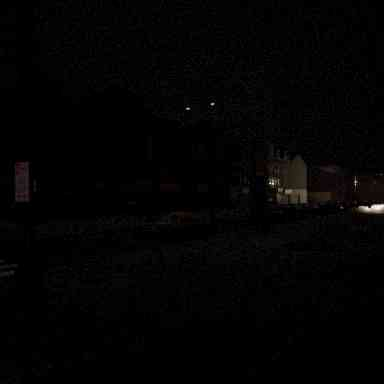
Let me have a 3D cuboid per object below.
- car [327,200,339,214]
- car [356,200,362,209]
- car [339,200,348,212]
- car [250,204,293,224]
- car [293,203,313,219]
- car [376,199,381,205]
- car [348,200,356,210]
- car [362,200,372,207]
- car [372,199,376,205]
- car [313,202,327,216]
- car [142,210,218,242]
[{"bbox_3d":[15.744,1.832,39.710,1.887,1.381,4.507,-1,-1,35],"label":"car"},{"bbox_3d":[25.493,2.011,53.486,2.008,1.369,4.403,-1,-1,35],"label":"car"},{"bbox_3d":[18.992,1.782,44.304,1.967,1.590,4.097,-1,-1,35],"label":"car"},{"bbox_3d":[5.995,1.713,25.934,1.947,1.339,4.313,-1,-1,35],"label":"car"},{"bbox_3d":[9.244,1.741,30.526,2.008,1.369,4.403,-1,-1,35],"label":"car"},{"bbox_3d":[44.990,2.458,81.036,2.008,1.369,4.403,-2,-2,35],"label":"car"},{"bbox_3d":[22.243,1.950,48.895,2.008,1.369,4.403,-1,-1,35],"label":"car"},{"bbox_3d":[31.993,2.144,62.671,2.008,1.369,4.403,-1,-1,35],"label":"car"},{"bbox_3d":[35.242,2.209,67.262,1.887,1.381,4.507,-1,-2,35],"label":"car"},{"bbox_3d":[12.494,1.819,35.118,1.802,1.307,4.206,-1,-1,35],"label":"car"},{"bbox_3d":[-0.407,1.597,16.889,1.752,1.417,4.829,-1,-1,35],"label":"car"}]
